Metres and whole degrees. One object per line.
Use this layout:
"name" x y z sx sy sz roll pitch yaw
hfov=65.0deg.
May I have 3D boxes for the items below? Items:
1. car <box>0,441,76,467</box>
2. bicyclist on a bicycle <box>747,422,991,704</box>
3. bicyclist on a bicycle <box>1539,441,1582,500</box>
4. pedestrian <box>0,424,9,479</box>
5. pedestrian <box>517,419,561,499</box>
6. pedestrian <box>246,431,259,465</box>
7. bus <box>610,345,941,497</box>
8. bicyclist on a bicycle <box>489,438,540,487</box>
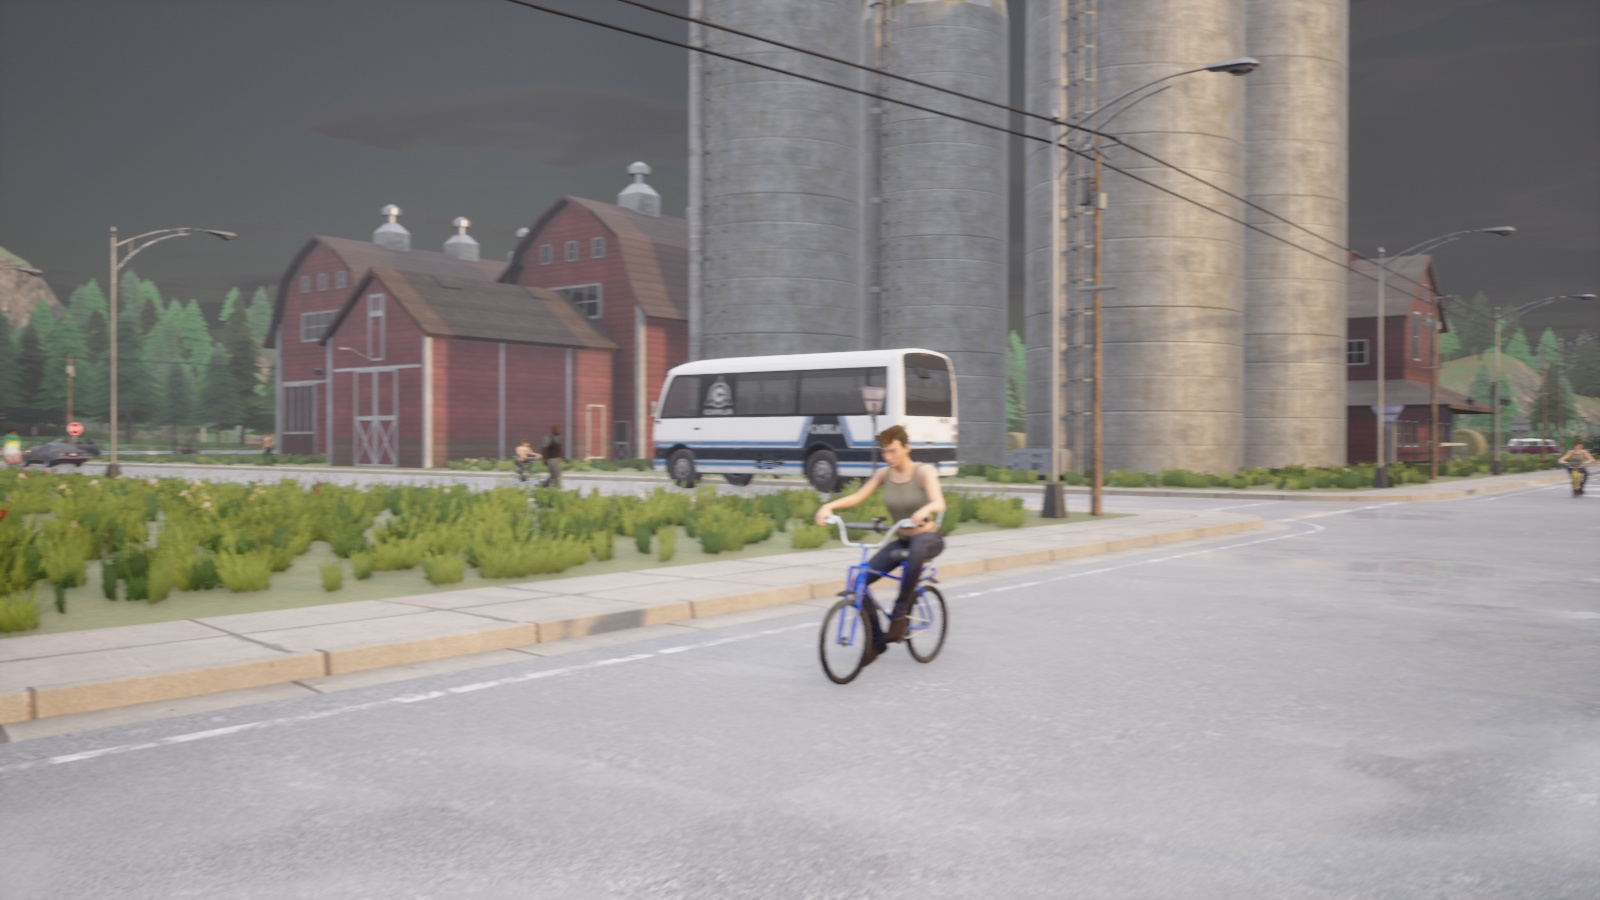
"car" -43.525 0.214 71.462 5.357 1.411 2.033 0 0 37
"bicyclist on a bicycle" 0.473 0.643 8.050 0.866 1.612 1.509 0 0 37
"bicyclist on a bicycle" 21.361 0.569 35.258 0.866 1.612 1.509 0 0 38
"pedestrian" -28.723 0.035 44.694 0.873 1.952 0.659 0 0 32
"pedestrian" -6.214 0.209 29.888 0.849 1.883 0.563 0 0 19
"pedestrian" -29.299 -0.098 67.154 0.594 1.836 0.345 0 0 29
"bus" -0.985 -0.859 39.819 10.273 4.253 3.944 0 0 37
"bicyclist on a bicycle" -9.493 0.409 41.760 1.509 1.612 0.866 0 0 37
